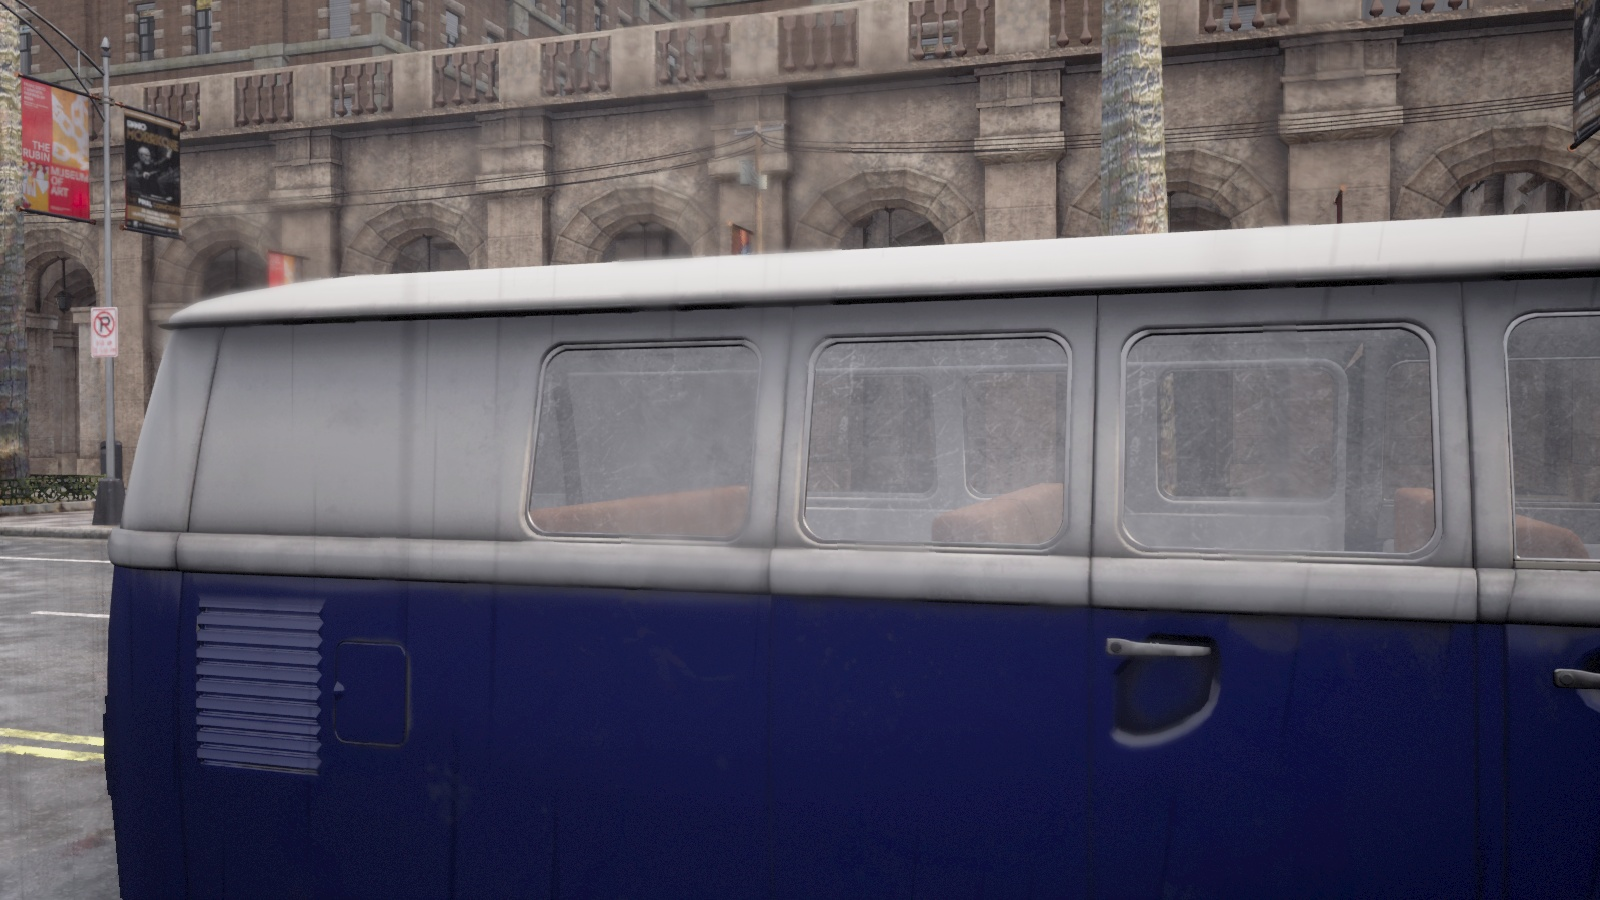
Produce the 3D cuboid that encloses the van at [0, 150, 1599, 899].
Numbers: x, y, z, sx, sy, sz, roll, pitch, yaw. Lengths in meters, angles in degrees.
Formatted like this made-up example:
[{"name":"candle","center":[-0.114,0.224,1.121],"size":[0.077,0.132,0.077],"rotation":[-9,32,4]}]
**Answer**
[{"name":"van","center":[0.567,0.533,2.993],"size":[4.442,1.987,1.775],"rotation":[1,1,18]}]
